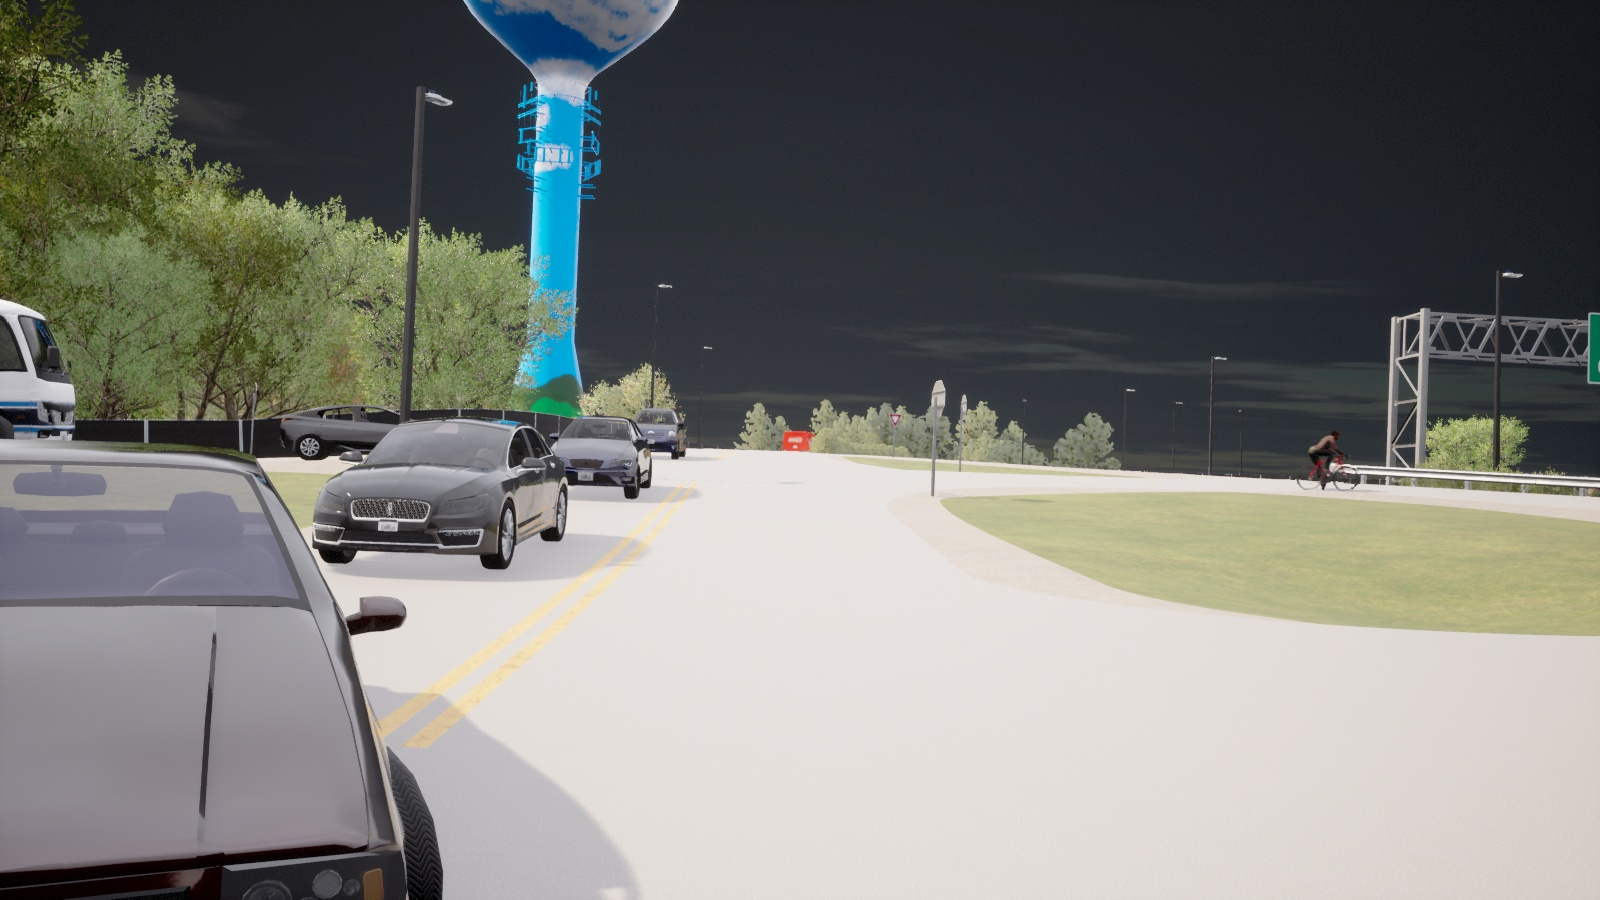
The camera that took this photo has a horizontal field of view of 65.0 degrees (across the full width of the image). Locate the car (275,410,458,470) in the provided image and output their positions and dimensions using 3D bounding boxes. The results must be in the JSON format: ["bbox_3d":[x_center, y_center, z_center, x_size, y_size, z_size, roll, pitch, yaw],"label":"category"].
[{"bbox_3d":[-11.636,-0.289,34.009,4.514,1.525,2.007,-1,0,-14],"label":"car"}]

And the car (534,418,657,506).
[{"bbox_3d":[-3.844,0.155,24.277,1.816,1.474,4.193,1,2,-2],"label":"car"}]

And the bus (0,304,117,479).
[{"bbox_3d":[-23.263,-1.375,31.334,10.273,4.253,3.944,-1,1,-18],"label":"bus"}]

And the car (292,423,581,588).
[{"bbox_3d":[-3.832,0.468,14.197,1.837,1.490,4.892,1,2,0],"label":"car"}]

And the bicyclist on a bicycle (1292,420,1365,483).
[{"bbox_3d":[14.001,0.040,33.263,1.656,1.620,0.582,1,1,0],"label":"bicyclist on a bicycle"}]

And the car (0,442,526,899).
[{"bbox_3d":[-2.554,0.719,4.460,2.033,1.411,5.357,1,1,-24],"label":"car"}]

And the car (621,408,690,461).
[{"bbox_3d":[-4.689,-0.516,41.171,1.851,1.617,3.988,1,1,-1],"label":"car"}]
